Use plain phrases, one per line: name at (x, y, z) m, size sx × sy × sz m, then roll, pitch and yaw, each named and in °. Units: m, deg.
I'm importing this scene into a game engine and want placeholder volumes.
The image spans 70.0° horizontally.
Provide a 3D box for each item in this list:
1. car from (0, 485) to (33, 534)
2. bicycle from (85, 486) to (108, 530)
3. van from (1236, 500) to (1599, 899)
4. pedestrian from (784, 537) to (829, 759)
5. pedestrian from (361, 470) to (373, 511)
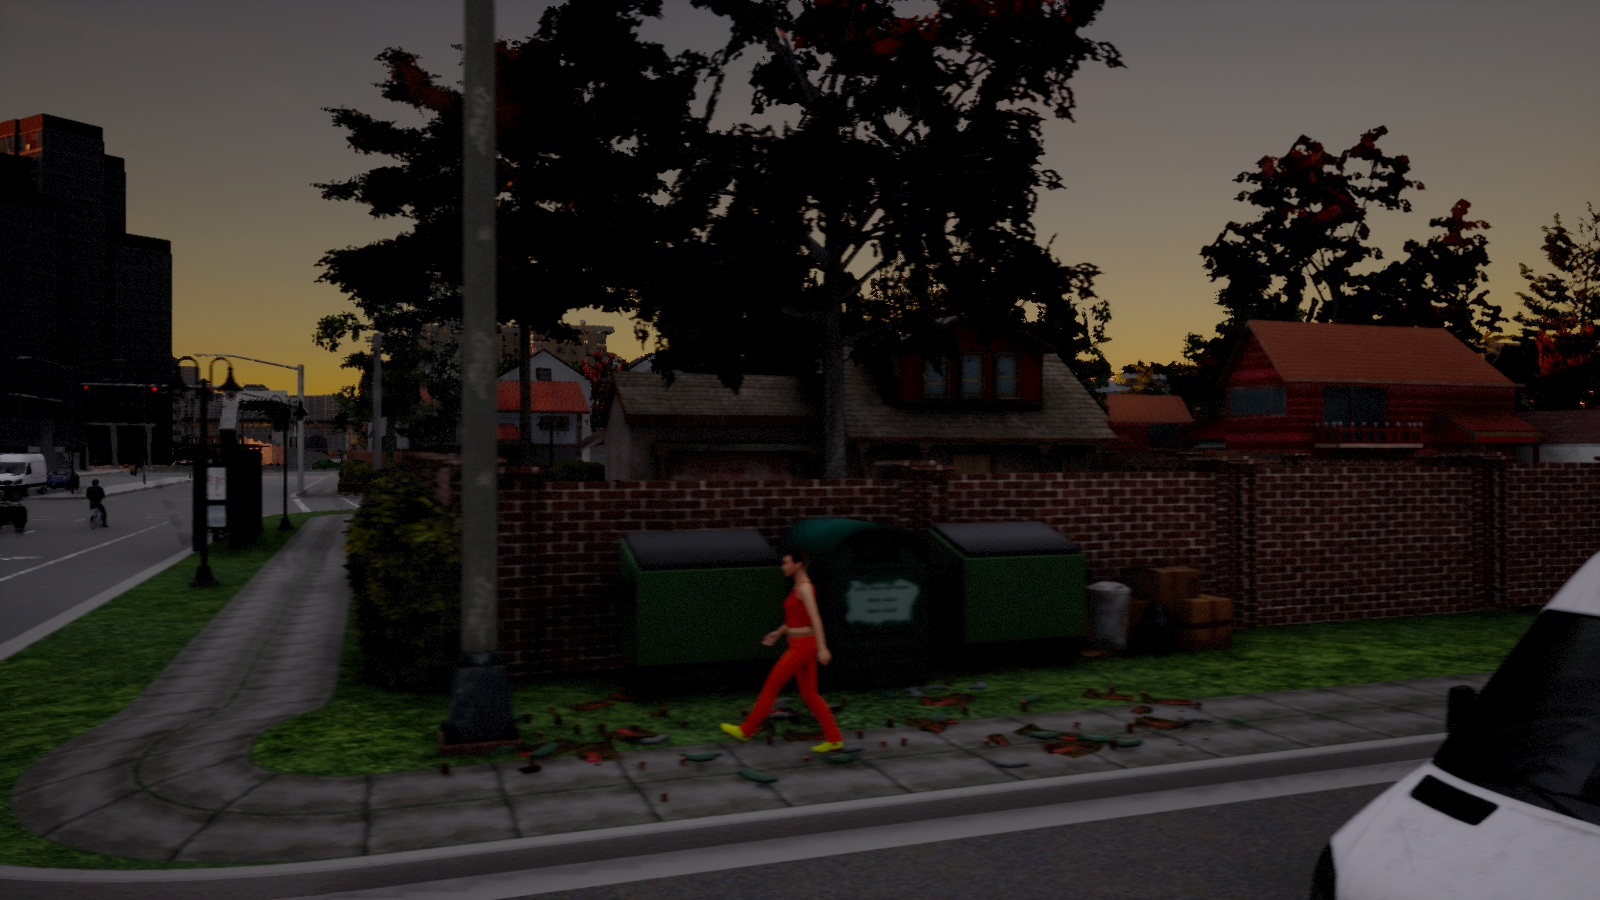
car at (-28.210, 2.040, 39.370) m, size 2.007 × 1.525 × 4.514 m, roll 0°, pitch 0°, yaw -21°
bicycle at (-25.042, 2.048, 40.686) m, size 0.329 × 1.496 × 1.835 m, roll 0°, pitch 0°, yaw -20°
van at (5.052, 1.534, 5.146) m, size 5.915 × 2.561 × 1.988 m, roll 0°, pitch 0°, yaw -20°
pedestrian at (0.060, 1.696, 9.896) m, size 0.375 × 1.860 × 0.375 m, roll 0°, pitch 0°, yaw 4°
pedestrian at (-19.837, 1.849, 52.377) m, size 0.375 × 1.860 × 0.375 m, roll 0°, pitch 0°, yaw 12°
